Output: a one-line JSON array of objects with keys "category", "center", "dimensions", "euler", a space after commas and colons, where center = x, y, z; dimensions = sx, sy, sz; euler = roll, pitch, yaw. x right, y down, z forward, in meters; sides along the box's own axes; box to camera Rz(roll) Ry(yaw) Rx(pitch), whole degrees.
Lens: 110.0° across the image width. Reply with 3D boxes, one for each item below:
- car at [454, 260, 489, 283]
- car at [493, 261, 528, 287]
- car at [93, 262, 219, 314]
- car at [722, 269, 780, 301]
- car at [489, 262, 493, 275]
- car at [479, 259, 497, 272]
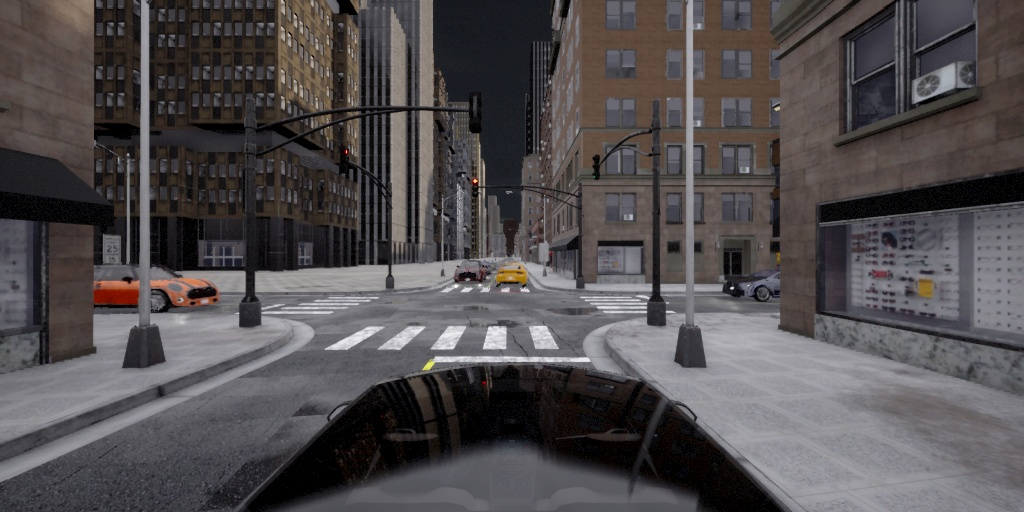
[{"category": "car", "center": [-3.159, 1.103, 27.816], "dimensions": [2.097, 1.767, 4.553], "euler": [0, 0, 0]}, {"category": "car", "center": [0.037, 1.228, 24.621], "dimensions": [1.882, 1.535, 5.008], "euler": [1, 0, 3]}, {"category": "car", "center": [-13.683, 1.106, 13.300], "dimensions": [4.553, 1.767, 2.097], "euler": [0, 0, -1]}, {"category": "car", "center": [12.219, 1.313, 16.687], "dimensions": [4.181, 1.385, 1.994], "euler": [0, 0, -1]}, {"category": "car", "center": [-3.175, 1.299, 38.075], "dimensions": [2.033, 1.411, 5.357], "euler": [0, 0, 0]}, {"category": "car", "center": [-3.189, 1.243, 48.493], "dimensions": [2.128, 1.511, 4.902], "euler": [0, 0, 0]}]
